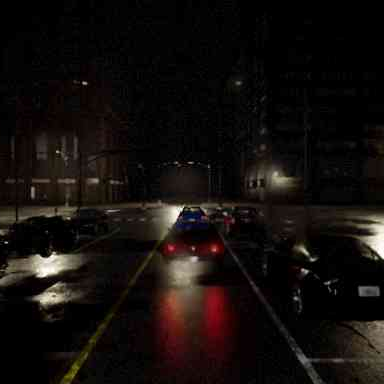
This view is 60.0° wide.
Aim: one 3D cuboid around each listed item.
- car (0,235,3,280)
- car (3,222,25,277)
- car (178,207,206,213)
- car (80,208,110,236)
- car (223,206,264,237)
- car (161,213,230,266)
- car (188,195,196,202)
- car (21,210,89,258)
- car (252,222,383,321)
[{"bbox_3d":[-3.098,1.356,1.274,2.097,1.767,4.553,0,0,0],"label":"car"},{"bbox_3d":[-5.765,1.588,7.257,1.947,1.339,4.313,0,0,0],"label":"car"},{"bbox_3d":[0.003,1.632,21.667,1.994,1.385,4.181,0,0,0],"label":"car"},{"bbox_3d":[-5.764,1.609,18.531,2.008,1.369,4.403,0,0,0],"label":"car"},{"bbox_3d":[2.761,1.499,18.532,1.967,1.590,4.097,0,0,0],"label":"car"},{"bbox_3d":[0.056,1.637,11.697,1.895,1.301,4.718,0,0,0],"label":"car"},{"bbox_3d":[-0.086,1.679,86.815,2.097,1.767,4.553,0,0,0],"label":"car"},{"bbox_3d":[-5.764,1.606,12.894,1.947,1.339,4.313,0,0,0],"label":"car"},{"bbox_3d":[2.760,1.588,7.259,1.947,1.339,4.313,0,0,0],"label":"car"}]
